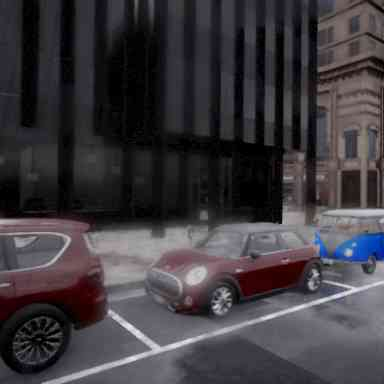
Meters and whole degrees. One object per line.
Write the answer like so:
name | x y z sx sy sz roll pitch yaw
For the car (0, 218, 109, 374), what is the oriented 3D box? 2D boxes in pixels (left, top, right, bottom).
car | -3.544 1.309 4.115 5.009 1.841 2.192 1 0 -36

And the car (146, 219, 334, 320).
car | 1.015 1.491 7.370 4.097 1.590 1.967 1 0 -36

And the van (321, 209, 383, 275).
van | 5.574 1.449 10.624 3.998 1.788 1.690 1 0 -36
